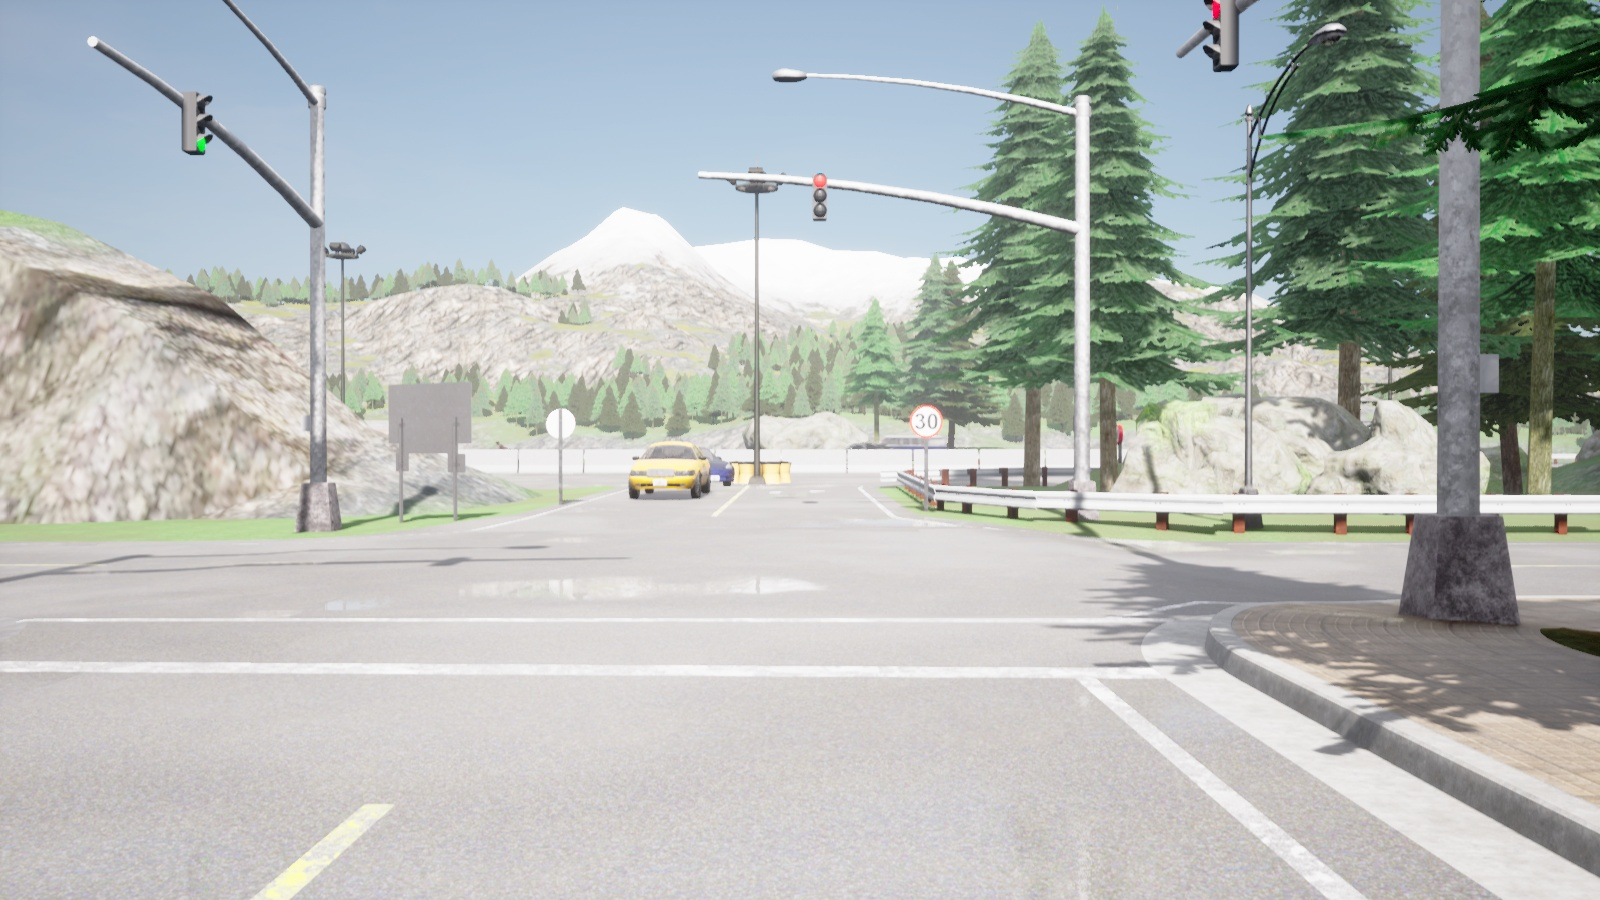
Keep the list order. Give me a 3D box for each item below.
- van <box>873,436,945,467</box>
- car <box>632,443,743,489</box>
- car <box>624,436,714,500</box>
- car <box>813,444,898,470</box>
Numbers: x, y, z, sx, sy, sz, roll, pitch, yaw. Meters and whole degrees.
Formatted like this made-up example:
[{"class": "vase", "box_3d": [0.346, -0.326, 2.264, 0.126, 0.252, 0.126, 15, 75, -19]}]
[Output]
[{"class": "van", "box_3d": [6.955, 0.087, 80.177, 4.442, 1.987, 1.775, 0, 0, 0]}, {"class": "car", "box_3d": [-4.000, 0.572, 43.921, 2.163, 1.488, 4.792, 1, -1, -28]}, {"class": "car", "box_3d": [-3.403, 0.424, 33.604, 1.801, 1.575, 5.366, 0, 0, 1]}, {"class": "car", "box_3d": [3.227, 0.389, 73.202, 4.892, 1.490, 1.837, 0, 0, 0]}]
